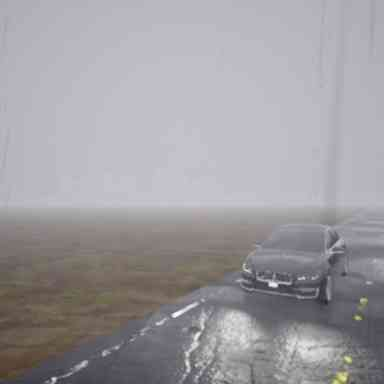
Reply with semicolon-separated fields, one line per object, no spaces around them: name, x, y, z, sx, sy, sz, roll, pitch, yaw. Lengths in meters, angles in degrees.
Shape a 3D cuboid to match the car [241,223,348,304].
car;2.881;1.638;8.718;1.837;1.490;4.892;-1;-1;31
